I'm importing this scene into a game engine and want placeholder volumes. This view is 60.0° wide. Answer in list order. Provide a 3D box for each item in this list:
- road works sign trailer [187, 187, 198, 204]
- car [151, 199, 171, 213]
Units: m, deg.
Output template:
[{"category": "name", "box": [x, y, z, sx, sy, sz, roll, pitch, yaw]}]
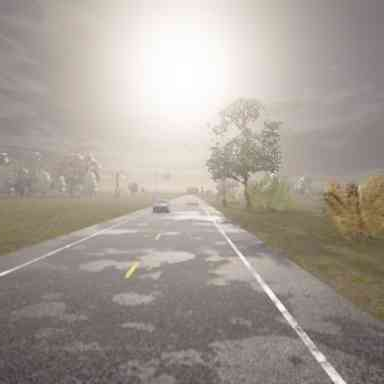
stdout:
[{"category": "road works sign trailer", "box": [0.011, 0.721, 72.288, 2.380, 3.560, 2.880, 0, 0, 0]}, {"category": "car", "box": [-3.583, 1.632, 39.180, 1.837, 1.490, 4.892, 0, -1, 0]}]
